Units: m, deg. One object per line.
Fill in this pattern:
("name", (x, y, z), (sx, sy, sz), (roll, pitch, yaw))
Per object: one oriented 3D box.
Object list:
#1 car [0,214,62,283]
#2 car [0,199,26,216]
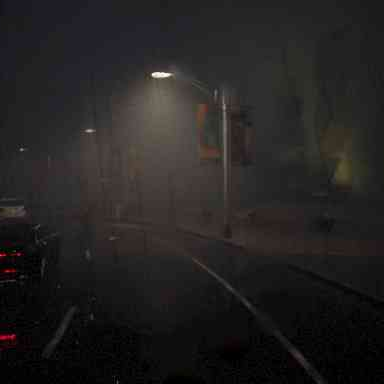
("car", (-5.105, 1.640, 9.821), (1.837, 1.490, 4.892), (0, -1, -14))
("car", (-16.327, 1.625, 28.762), (5.566, 2.045, 2.150), (-1, -1, 44))
